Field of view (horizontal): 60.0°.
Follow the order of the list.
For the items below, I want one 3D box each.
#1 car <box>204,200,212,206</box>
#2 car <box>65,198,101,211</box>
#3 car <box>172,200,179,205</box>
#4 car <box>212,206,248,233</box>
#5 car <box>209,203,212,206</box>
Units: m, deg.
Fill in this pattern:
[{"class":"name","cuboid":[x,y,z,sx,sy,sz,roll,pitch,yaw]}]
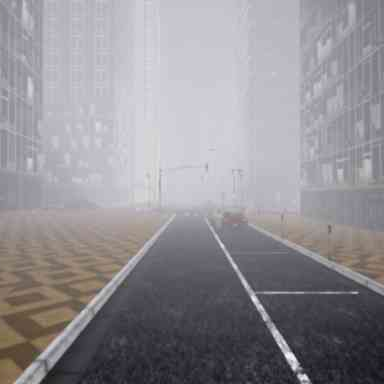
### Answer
[{"class":"car","cuboid":[3.848,2.569,78.489,1.947,1.339,4.313,0,-1,0]},{"class":"car","cuboid":[-15.038,1.641,46.020,4.553,1.767,2.097,1,-1,-3]},{"class":"car","cuboid":[-4.114,2.650,83.969,1.802,1.307,4.206,0,-1,0]},{"class":"car","cuboid":[2.558,1.823,21.838,1.887,1.381,4.507,0,-1,0]},{"class":"car","cuboid":[2.557,1.876,27.560,1.752,1.417,4.829,0,-1,0]}]
